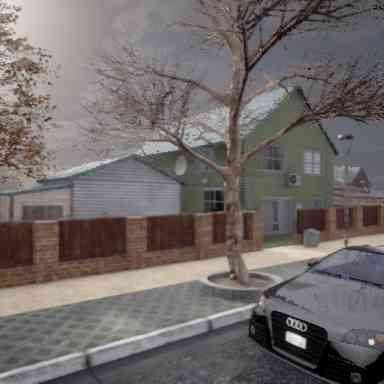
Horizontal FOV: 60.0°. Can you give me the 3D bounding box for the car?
[{"bbox_3d":[2.853,1.571,5.105,4.181,1.385,1.994,0,0,-35],"label":"car"}]
